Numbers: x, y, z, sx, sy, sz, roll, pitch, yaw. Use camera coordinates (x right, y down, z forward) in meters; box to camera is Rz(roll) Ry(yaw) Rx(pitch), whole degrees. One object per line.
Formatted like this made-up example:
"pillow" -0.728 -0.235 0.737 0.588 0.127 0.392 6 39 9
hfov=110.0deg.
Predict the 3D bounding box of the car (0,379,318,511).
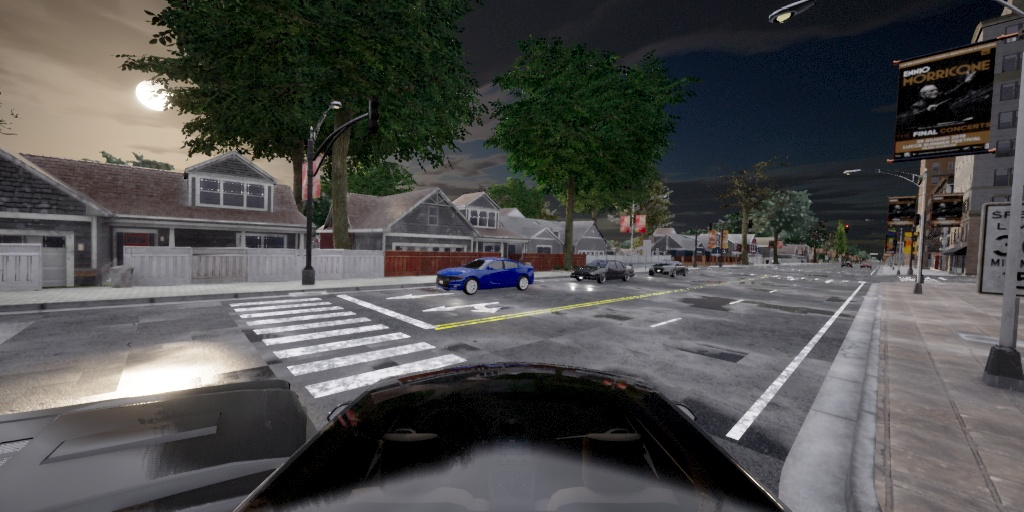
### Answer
"car" -3.311 1.288 1.289 4.718 1.301 1.895 1 2 -34

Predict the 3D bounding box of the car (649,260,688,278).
"car" 13.264 1.018 30.307 4.181 1.385 1.994 0 2 -44

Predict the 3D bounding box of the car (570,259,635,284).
"car" 6.063 0.940 23.389 5.357 1.411 2.033 0 2 -44

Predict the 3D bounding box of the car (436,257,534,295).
"car" -1.107 0.812 16.473 5.008 1.535 1.882 0 2 -44
